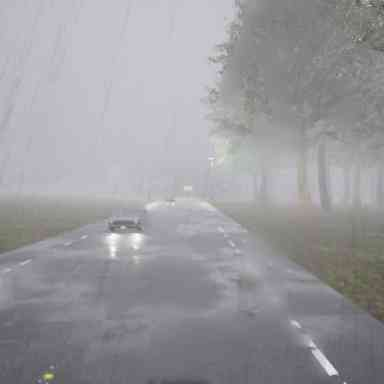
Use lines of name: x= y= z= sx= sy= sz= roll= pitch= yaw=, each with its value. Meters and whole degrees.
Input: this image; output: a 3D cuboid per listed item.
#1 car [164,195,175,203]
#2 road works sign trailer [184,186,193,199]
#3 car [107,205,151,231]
car: x=-3.998 y=1.300 z=61.074 sx=2.033 sy=1.411 sz=5.357 roll=0 pitch=0 yaw=0
road works sign trailer: x=-1.018 y=0.094 z=89.344 sx=2.380 sy=3.560 sz=2.880 roll=0 pitch=0 yaw=-1
car: x=-3.659 y=1.496 z=20.310 sx=2.033 sy=1.411 sz=5.357 roll=0 pitch=0 yaw=0
